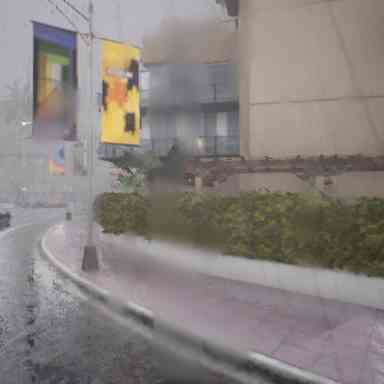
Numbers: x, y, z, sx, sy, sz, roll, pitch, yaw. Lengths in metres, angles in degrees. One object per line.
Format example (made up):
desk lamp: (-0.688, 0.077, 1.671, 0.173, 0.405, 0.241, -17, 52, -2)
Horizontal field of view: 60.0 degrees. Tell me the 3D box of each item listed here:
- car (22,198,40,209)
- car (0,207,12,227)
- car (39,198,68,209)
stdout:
car: (-24.717, 1.766, 52.665, 2.097, 1.767, 4.553, 0, 0, 11)
car: (-13.231, 1.679, 21.664, 1.837, 1.490, 4.892, 0, 0, -15)
car: (-21.257, 1.934, 52.191, 1.812, 1.442, 4.674, 0, -1, 11)
